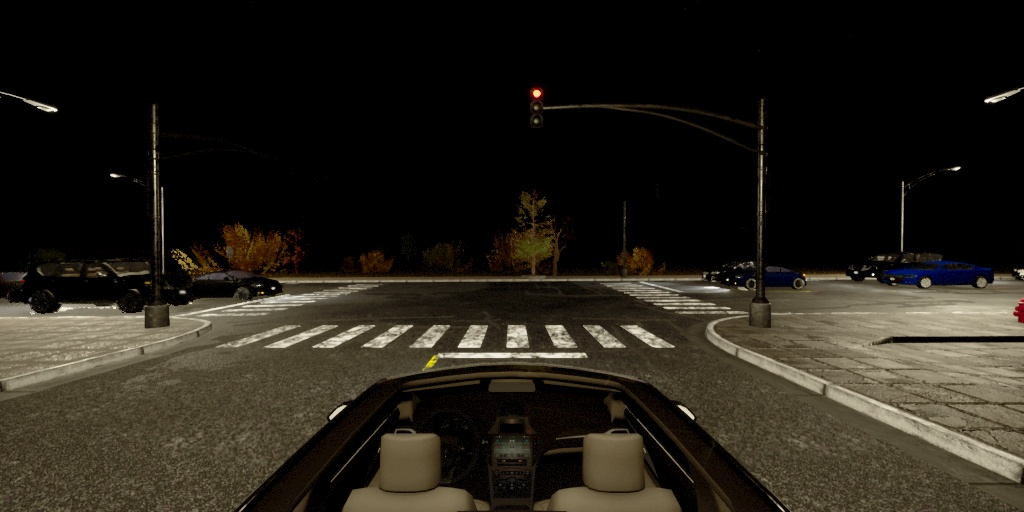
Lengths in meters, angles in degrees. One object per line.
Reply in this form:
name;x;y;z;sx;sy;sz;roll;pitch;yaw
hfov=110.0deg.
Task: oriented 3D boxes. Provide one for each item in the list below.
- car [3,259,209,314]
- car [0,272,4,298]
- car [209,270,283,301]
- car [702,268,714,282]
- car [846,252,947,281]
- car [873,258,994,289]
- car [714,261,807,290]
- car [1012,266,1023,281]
car;-15.906;1.128;14.314;5.566;2.045;2.150;-1;1;1
car;-24.941;1.470;17.647;5.357;1.411;2.033;0;1;0
car;-13.691;1.411;17.560;4.181;1.385;1.994;0;1;1
car;15.374;1.068;24.031;4.902;1.511;2.128;0;1;0
car;25.762;0.735;23.945;5.566;2.045;2.150;0;1;1
car;24.479;1.040;20.709;5.008;1.535;1.882;0;1;0
car;14.493;1.187;20.789;4.181;1.385;1.994;0;1;0
car;36.540;0.943;23.850;4.902;1.511;2.128;0;1;1
